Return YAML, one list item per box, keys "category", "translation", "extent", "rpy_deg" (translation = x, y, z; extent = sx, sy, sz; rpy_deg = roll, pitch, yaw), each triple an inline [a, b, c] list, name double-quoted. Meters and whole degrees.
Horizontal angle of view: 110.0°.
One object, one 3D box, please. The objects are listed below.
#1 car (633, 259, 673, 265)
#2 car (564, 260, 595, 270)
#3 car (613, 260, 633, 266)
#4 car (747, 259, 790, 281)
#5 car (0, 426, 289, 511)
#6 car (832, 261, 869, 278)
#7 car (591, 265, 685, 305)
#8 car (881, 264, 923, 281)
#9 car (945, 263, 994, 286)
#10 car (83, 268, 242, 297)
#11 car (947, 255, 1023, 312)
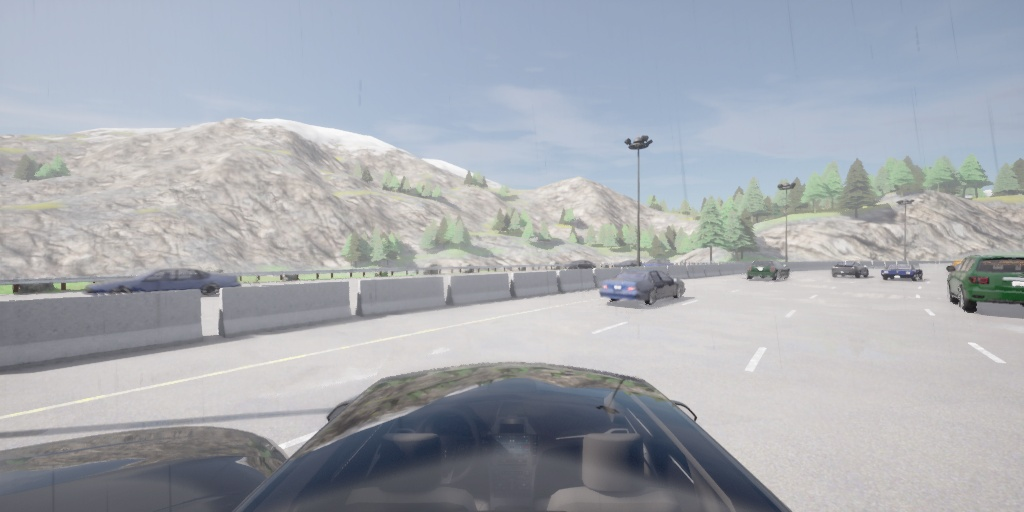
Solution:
- category: "car"
  translation: [15.774, 1.100, 39.312]
  extent: [4.553, 1.767, 2.097]
  rpy_deg: [0, 0, -38]
- category: "car"
  translation: [8.943, 1.258, 47.295]
  extent: [4.892, 1.490, 1.837]
  rpy_deg: [1, 0, -38]
- category: "car"
  translation: [13.875, 1.231, 42.274]
  extent: [5.008, 1.535, 1.882]
  rpy_deg: [0, 0, -38]
- category: "car"
  translation: [21.848, 1.101, 30.456]
  extent: [4.553, 1.767, 2.097]
  rpy_deg: [0, 0, -39]
- category: "car"
  translation: [-2.981, 1.255, 0.466]
  extent: [4.892, 1.490, 1.837]
  rpy_deg: [0, 0, -45]
- category: "car"
  translation: [31.383, 1.241, 33.268]
  extent: [4.902, 1.511, 2.128]
  rpy_deg: [0, 0, -35]
- category: "car"
  translation: [5.951, 1.297, 16.048]
  extent: [2.033, 1.411, 5.357]
  rpy_deg: [0, 0, 44]
- category: "car"
  translation: [32.315, 1.351, 29.658]
  extent: [4.718, 1.301, 1.895]
  rpy_deg: [0, 0, -35]
- category: "car"
  translation: [33.341, 1.297, 26.089]
  extent: [5.357, 1.411, 2.033]
  rpy_deg: [0, 0, -36]
- category: "car"
  translation: [-16.376, 1.297, 17.171]
  extent: [2.033, 1.411, 5.357]
  rpy_deg: [0, 0, 39]
- category: "car"
  translation: [18.207, 0.973, 13.362]
  extent: [5.566, 2.045, 2.150]
  rpy_deg: [0, 0, -44]
